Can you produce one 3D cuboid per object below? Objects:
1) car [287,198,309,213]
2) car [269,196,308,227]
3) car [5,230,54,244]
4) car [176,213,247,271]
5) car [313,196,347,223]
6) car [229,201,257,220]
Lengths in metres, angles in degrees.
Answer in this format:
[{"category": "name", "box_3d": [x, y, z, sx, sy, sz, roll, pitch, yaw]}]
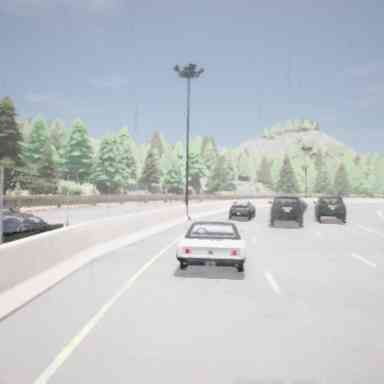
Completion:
[{"category": "car", "box_3d": [13.060, 1.609, 40.860, 1.882, 1.535, 5.008, 1, 0, 25]}, {"category": "car", "box_3d": [6.749, 1.286, 23.939, 2.150, 2.045, 5.566, 1, 0, 14]}, {"category": "car", "box_3d": [-6.437, 1.477, 11.446, 1.895, 1.301, 4.718, 1, 0, 6]}, {"category": "car", "box_3d": [0.725, 1.592, 10.927, 1.895, 1.301, 4.718, 1, 0, 6]}, {"category": "car", "box_3d": [11.454, 1.351, 27.749, 2.150, 2.045, 5.566, 1, 0, 18]}, {"category": "car", "box_3d": [4.360, 1.508, 28.336, 2.128, 1.511, 4.902, 1, 0, 16]}]
